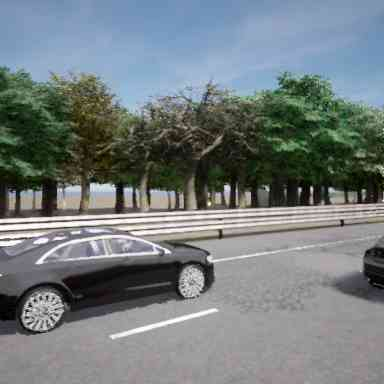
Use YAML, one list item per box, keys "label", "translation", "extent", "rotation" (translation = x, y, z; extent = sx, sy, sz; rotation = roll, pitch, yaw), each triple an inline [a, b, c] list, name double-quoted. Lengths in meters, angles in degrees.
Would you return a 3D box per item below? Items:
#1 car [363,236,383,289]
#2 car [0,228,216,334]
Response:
- label: "car"
  translation: [5.974, 1.497, 7.880]
  extent: [4.892, 1.490, 1.837]
  rotation: [0, 0, -35]
- label: "car"
  translation: [-1.724, 1.487, 6.778]
  extent: [4.902, 1.511, 2.128]
  rotation: [0, 0, -35]
